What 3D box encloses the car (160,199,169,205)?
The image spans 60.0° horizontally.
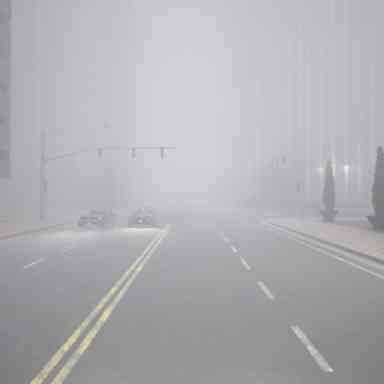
[{"bbox_3d":[-6.943,2.520,84.554,1.895,1.301,4.718,0,-1,0],"label":"car"}]

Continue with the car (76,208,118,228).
[{"bbox_3d":[-7.003,1.875,24.842,1.895,1.301,4.718,0,-1,1],"label":"car"}]

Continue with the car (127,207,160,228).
[{"bbox_3d":[-3.504,1.837,24.743,1.994,1.385,4.181,0,-1,1],"label":"car"}]

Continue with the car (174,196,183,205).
[{"bbox_3d":[-3.443,2.150,84.556,2.150,2.045,5.566,0,-1,0],"label":"car"}]
